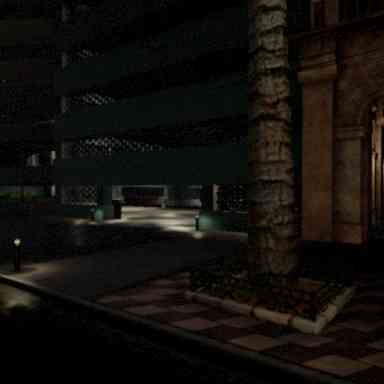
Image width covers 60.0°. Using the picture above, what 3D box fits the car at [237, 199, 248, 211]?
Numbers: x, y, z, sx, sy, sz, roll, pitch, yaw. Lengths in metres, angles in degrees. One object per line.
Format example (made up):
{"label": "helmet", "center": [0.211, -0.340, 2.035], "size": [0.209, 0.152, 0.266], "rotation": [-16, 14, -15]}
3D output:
{"label": "car", "center": [5.567, 0.972, 21.785], "size": [5.566, 2.045, 2.435], "rotation": [0, 0, 36]}
